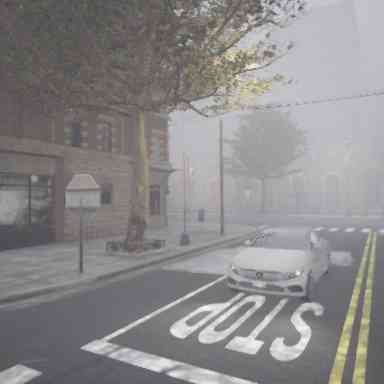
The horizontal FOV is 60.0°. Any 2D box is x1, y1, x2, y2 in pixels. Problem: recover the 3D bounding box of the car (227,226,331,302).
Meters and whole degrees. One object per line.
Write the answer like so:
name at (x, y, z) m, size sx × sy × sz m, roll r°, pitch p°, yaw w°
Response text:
car at (2.551, 1.680, 8.954) m, size 1.812 × 1.442 × 4.674 m, roll -1°, pitch -1°, yaw 30°
